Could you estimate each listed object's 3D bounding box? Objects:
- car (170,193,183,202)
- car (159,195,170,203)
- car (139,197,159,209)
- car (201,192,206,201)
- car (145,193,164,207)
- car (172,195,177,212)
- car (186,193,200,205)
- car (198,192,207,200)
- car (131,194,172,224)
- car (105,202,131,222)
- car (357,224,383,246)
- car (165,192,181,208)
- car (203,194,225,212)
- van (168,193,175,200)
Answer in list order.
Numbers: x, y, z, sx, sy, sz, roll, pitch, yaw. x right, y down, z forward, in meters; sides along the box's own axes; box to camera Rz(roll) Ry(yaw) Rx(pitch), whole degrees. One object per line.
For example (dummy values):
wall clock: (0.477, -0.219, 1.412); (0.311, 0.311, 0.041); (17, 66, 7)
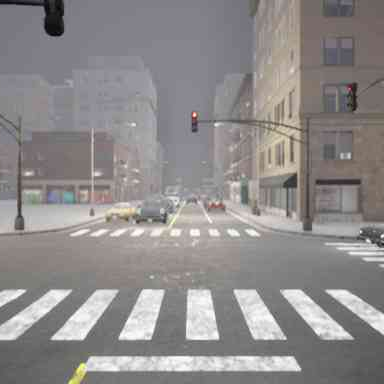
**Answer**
car: (-2.775, 0.988, 60.040); (2.033, 1.411, 5.357); (0, 0, 0)
car: (-5.414, 1.358, 65.420); (1.802, 1.307, 4.206); (0, 0, 0)
car: (-5.405, 1.403, 42.772); (2.008, 1.369, 4.403); (0, 0, 0)
car: (2.620, 1.167, 42.774); (2.192, 1.841, 5.009); (0, 0, 0)
car: (-5.407, 1.149, 48.434); (2.192, 1.841, 5.009); (0, 0, 0)
car: (-2.852, 1.386, 34.361); (1.837, 1.490, 4.892); (0, 0, 0)
car: (-0.022, 1.314, 55.730); (1.837, 1.490, 4.892); (0, 0, 0)
car: (2.604, 1.035, 82.407); (2.192, 1.841, 5.009); (0, 0, 0)
car: (-2.812, 1.268, 24.108); (2.097, 1.767, 4.553); (0, 0, -1)
car: (-5.398, 1.436, 25.616); (1.752, 1.417, 4.829); (0, 0, 0)
car: (9.592, 1.556, 13.315); (5.357, 1.411, 2.033); (0, 0, -4)
car: (-2.816, 1.070, 44.754); (2.150, 2.045, 5.566); (0, 0, 0)
car: (2.622, 1.312, 37.113); (1.967, 1.590, 4.097); (0, 0, 0)
van: (-5.424, 1.042, 88.066); (1.690, 1.788, 3.998); (0, 0, 0)
